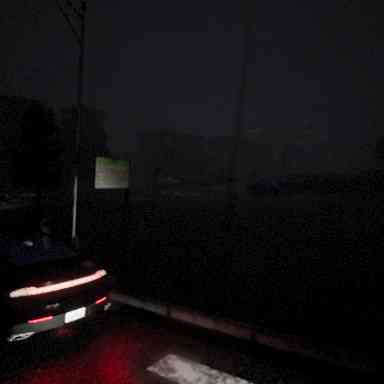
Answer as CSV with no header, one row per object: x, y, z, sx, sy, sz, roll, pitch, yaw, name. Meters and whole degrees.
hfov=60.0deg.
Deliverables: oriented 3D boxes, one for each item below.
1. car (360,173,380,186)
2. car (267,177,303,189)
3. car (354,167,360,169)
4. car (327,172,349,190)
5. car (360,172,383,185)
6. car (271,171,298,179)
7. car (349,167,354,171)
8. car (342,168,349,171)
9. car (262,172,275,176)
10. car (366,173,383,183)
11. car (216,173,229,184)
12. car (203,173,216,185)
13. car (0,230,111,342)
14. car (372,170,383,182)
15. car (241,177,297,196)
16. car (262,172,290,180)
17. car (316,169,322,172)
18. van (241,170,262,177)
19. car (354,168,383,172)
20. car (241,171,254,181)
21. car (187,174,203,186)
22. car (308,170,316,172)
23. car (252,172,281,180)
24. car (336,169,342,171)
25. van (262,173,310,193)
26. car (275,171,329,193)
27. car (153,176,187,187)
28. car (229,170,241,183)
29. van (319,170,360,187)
25.005,-1.731,50.048,4.892,1.521,2.231,4,7,31,car
12.814,-1.294,46.049,1.812,1.442,4.674,-4,6,-33,car
39.011,-5.037,84.740,5.366,1.575,1.946,2,5,30,car
17.922,-1.304,44.475,4.553,1.767,2.185,4,7,31,car
27.369,-1.888,51.922,4.792,1.488,2.163,4,7,31,car
18.853,-3.458,67.845,5.008,1.535,2.097,2,5,30,car
36.902,-4.872,82.788,5.008,1.535,2.097,2,5,30,car
34.651,-4.712,80.917,5.008,1.535,2.097,2,6,30,car
12.272,-2.898,62.110,5.366,1.575,1.946,2,5,30,car
32.022,-2.295,55.719,4.892,1.521,2.231,4,7,30,car
3.082,-2.126,54.656,4.792,1.488,2.163,2,6,30,car
0.881,-2.091,52.715,4.553,1.767,2.185,2,6,30,car
-3.571,1.443,6.016,4.902,1.511,2.128,1,1,36,car
34.367,-2.733,57.580,5.566,2.045,2.435,4,7,30,car
8.531,-0.441,37.070,5.008,1.535,2.097,4,7,32,car
16.632,-3.242,65.949,4.792,1.488,2.163,2,5,30,car
25.620,-4.012,73.451,5.008,1.535,2.097,2,6,30,car
9.759,-2.944,60.359,4.442,1.987,1.878,2,6,30,van
29.715,-2.355,53.780,5.566,2.045,2.435,4,7,31,car
7.610,-2.529,58.438,5.008,1.535,2.097,2,5,30,car
-1.366,-1.749,50.836,4.792,1.488,2.163,2,5,30,car
23.365,-3.826,71.578,4.892,1.521,2.231,2,6,30,car
14.353,-3.087,64.090,5.008,1.535,2.097,2,5,30,car
32.408,-4.669,79.026,4.553,1.767,2.185,2,6,30,car
10.988,-0.842,38.834,4.442,1.987,1.878,4,7,32,van
13.213,-1.059,40.751,5.566,2.045,2.435,4,8,32,car
-3.643,-1.552,48.950,4.674,1.452,2.002,2,5,30,car
5.384,-2.465,56.508,4.553,1.767,2.185,2,6,30,car
20.404,-1.579,46.245,4.442,1.987,1.878,4,7,31,van
